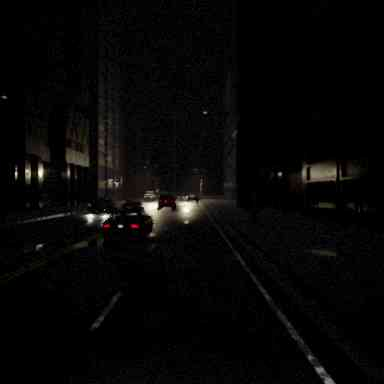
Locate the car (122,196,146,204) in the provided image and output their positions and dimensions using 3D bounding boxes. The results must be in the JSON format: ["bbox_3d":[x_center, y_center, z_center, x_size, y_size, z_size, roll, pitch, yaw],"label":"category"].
[{"bbox_3d":[-6.590,1.522,36.818,2.128,1.511,4.902,0,0,0],"label":"car"}]

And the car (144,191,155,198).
[{"bbox_3d":[-9.751,0.833,77.151,2.150,2.045,5.566,0,0,0],"label":"car"}]

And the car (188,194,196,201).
[{"bbox_3d":[-0.001,1.478,83.102,1.994,1.385,4.181,0,0,0],"label":"car"}]

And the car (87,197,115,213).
[{"bbox_3d":[-9.840,1.380,36.452,2.097,1.767,4.553,0,0,0],"label":"car"}]

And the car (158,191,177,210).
[{"bbox_3d":[-3.149,1.252,43.081,2.150,2.045,5.566,0,0,0],"label":"car"}]

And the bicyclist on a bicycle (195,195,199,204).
[{"bbox_3d":[0.892,1.385,61.737,0.659,1.776,1.843,0,0,0],"label":"bicyclist on a bicycle"}]

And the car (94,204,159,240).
[{"bbox_3d":[-3.151,1.570,17.165,2.033,1.411,5.357,0,0,0],"label":"car"}]

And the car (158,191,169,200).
[{"bbox_3d":[-6.501,0.833,77.150,2.150,2.045,5.566,0,0,0],"label":"car"}]

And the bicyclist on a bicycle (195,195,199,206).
[{"bbox_3d":[0.892,1.481,52.786,0.582,1.620,1.656,0,0,0],"label":"bicyclist on a bicycle"}]
